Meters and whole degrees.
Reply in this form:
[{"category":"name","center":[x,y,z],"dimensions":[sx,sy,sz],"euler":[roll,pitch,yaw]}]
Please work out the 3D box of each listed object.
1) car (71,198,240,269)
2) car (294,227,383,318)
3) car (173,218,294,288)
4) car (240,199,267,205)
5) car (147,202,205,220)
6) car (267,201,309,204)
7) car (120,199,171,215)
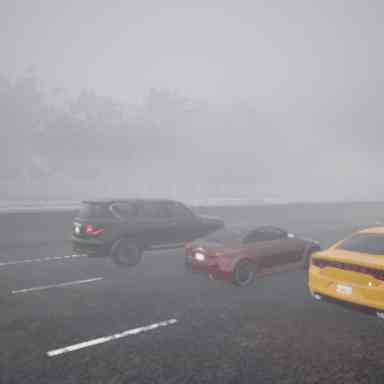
[{"category":"car","center":[-1.222,1.219,11.471],"dimensions":[5.566,2.045,2.150],"euler":[0,0,-35]},{"category":"car","center":[4.556,1.475,6.990],"dimensions":[5.008,1.535,1.882],"euler":[0,0,-36]},{"category":"car","center":[1.830,1.561,9.345],"dimensions":[4.181,1.385,1.994],"euler":[0,0,-36]},{"category":"car","center":[7.047,1.554,39.093],"dimensions":[5.357,1.411,2.033],"euler":[0,0,-35]},{"category":"car","center":[-1.331,1.599,28.828],"dimensions":[4.718,1.301,1.895],"euler":[0,0,-35]},{"category":"car","center":[10.219,1.554,32.756],"dimensions":[5.357,1.411,2.033],"euler":[0,0,-35]},{"category":"car","center":[-4.855,1.491,34.910],"dimensions":[4.902,1.511,2.128],"euler":[0,0,-35]}]
